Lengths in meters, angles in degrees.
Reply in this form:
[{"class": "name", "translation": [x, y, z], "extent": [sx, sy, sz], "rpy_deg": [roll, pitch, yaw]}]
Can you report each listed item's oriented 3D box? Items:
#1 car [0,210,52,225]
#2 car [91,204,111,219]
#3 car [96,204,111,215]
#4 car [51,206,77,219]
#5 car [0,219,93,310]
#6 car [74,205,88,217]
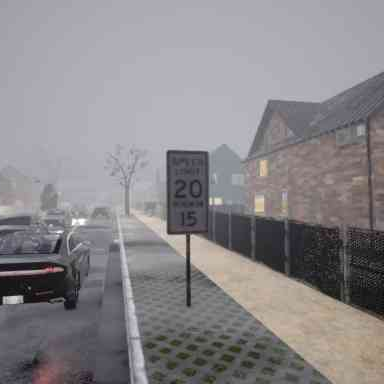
[{"class": "car", "translation": [-8.276, 1.813, 15.919], "extent": [1.837, 1.490, 4.892], "rpy_deg": [0, -1, -13]}, {"class": "car", "translation": [-10.315, 2.260, 37.739], "extent": [1.837, 1.490, 4.892], "rpy_deg": [0, -1, -13]}, {"class": "car", "translation": [-12.663, 2.457, 47.760], "extent": [1.882, 1.535, 5.008], "rpy_deg": [0, -1, -13]}, {"class": "car", "translation": [-10.659, 2.068, 26.317], "extent": [2.033, 1.411, 5.357], "rpy_deg": [0, -1, -13]}, {"class": "car", "translation": [-3.509, 1.626, 7.893], "extent": [2.128, 1.511, 4.902], "rpy_deg": [0, -1, -13]}, {"class": "car", "translation": [-14.072, 2.380, 41.588], "extent": [2.128, 1.511, 4.902], "rpy_deg": [0, -1, -13]}]
